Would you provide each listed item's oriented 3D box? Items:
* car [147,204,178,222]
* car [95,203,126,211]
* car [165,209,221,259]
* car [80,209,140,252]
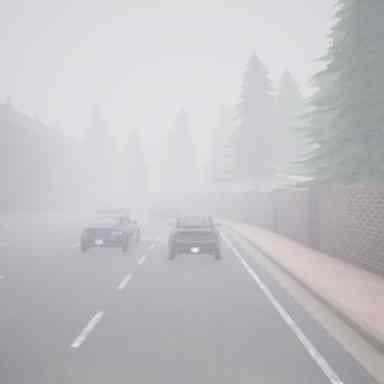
[{"bbox_3d":[-2.526,1.834,29.831,1.837,1.490,4.892,2,-1,-25],"label":"car"},{"bbox_3d":[-7.540,1.819,30.944,1.882,1.535,5.008,1,-1,-35],"label":"car"},{"bbox_3d":[0.092,1.650,13.167,1.837,1.490,4.892,0,-1,0],"label":"car"},{"bbox_3d":[-3.428,1.686,14.489,1.812,1.442,4.674,0,-1,0],"label":"car"}]
